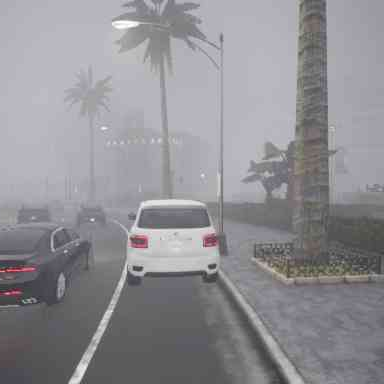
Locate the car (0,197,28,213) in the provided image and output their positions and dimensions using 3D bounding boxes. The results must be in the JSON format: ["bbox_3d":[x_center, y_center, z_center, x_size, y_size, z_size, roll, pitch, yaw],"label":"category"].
[{"bbox_3d":[-19.344,1.547,36.161,1.994,1.385,4.181,0,0,-42],"label":"car"}]

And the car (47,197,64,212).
[{"bbox_3d":[-16.286,1.550,37.984,1.994,1.385,4.181,0,0,-42],"label":"car"}]

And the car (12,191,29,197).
[{"bbox_3d":[-37.893,1.221,71.704,4.553,1.767,2.185,0,0,21],"label":"car"}]

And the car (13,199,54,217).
[{"bbox_3d":[-10.625,1.469,22.656,1.882,1.535,5.008,0,-1,-22],"label":"car"}]

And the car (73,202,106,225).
[{"bbox_3d":[-7.261,1.500,23.562,1.837,1.490,4.892,0,0,-21],"label":"car"}]

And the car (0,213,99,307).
[{"bbox_3d":[-3.662,1.503,7.930,1.837,1.490,4.892,0,0,-6],"label":"car"}]

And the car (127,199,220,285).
[{"bbox_3d":[-0.676,1.219,9.688,2.150,2.045,5.566,0,0,-7],"label":"car"}]
